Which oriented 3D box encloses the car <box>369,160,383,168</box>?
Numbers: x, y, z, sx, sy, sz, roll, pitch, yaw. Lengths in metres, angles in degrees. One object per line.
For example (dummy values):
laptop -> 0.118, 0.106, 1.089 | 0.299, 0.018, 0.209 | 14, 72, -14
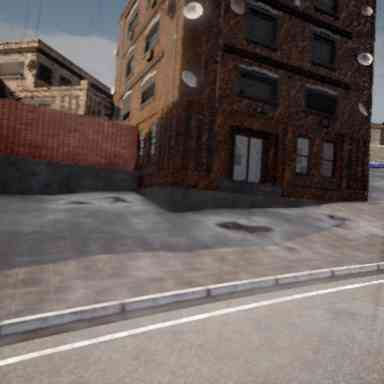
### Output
car -> 23.783, -3.249, 42.303 | 4.553, 1.767, 2.185 | 3, -2, 16
